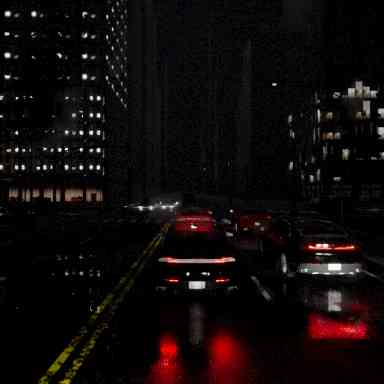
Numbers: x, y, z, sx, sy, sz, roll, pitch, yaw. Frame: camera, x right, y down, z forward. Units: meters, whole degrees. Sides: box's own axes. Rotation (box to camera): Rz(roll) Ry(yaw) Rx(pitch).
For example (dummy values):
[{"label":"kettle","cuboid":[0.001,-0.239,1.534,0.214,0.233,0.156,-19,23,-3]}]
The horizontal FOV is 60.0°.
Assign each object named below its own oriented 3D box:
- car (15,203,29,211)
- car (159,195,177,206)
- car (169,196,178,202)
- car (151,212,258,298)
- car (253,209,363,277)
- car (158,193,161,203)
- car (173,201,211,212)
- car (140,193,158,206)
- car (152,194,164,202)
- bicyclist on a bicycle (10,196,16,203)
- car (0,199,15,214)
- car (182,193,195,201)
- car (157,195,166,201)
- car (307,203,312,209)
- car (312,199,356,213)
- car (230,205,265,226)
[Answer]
[{"label":"car","cuboid":[-20.571,1.495,35.828,5.357,1.411,2.033,0,-1,2]},{"label":"car","cuboid":[-3.948,1.543,55.556,1.994,1.385,4.181,0,0,-1]},{"label":"car","cuboid":[-4.227,1.555,75.412,1.895,1.301,4.718,0,0,-1]},{"label":"car","cuboid":[0.090,1.493,8.529,2.128,1.511,4.902,0,0,0]},{"label":"car","cuboid":[3.339,1.506,10.203,1.837,1.490,4.892,0,0,0]},{"label":"car","cuboid":[-7.309,1.193,63.317,2.150,2.045,5.566,0,0,-1]},{"label":"car","cuboid":[0.079,1.478,18.031,1.882,1.535,5.008,0,0,0]},{"label":"car","cuboid":[-7.169,1.332,53.744,2.097,1.767,4.553,0,0,-1]},{"label":"car","cuboid":[-7.434,1.317,73.010,2.097,1.767,4.553,0,0,-1]},{"label":"bicyclist on a bicycle","cuboid":[-25.210,1.397,46.827,0.582,1.620,1.656,0,-1,2]},{"label":"car","cuboid":[-20.507,1.406,32.576,4.892,1.490,1.837,0,-1,2]},{"label":"car","cuboid":[-0.603,1.197,60.687,2.150,2.045,5.566,0,0,-1]},{"label":"car","cuboid":[-7.621,1.472,83.280,1.812,1.442,4.674,0,0,-1]},{"label":"car","cuboid":[16.780,1.584,40.964,4.902,1.511,2.128,0,-1,1]},{"label":"car","cuboid":[16.294,1.609,37.724,4.181,1.385,1.994,0,-1,2]},{"label":"car","cuboid":[3.328,1.479,19.432,1.882,1.535,5.008,0,0,0]}]
